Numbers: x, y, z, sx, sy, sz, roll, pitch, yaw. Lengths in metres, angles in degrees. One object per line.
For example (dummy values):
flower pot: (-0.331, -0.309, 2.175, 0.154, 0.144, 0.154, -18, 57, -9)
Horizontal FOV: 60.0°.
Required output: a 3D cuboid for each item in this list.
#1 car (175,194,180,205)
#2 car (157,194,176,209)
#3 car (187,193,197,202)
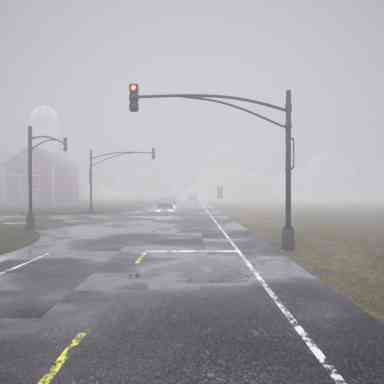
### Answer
car: (-3.536, 1.513, 56.062, 1.994, 1.385, 4.181, 0, 0, 0)
car: (-3.562, 1.443, 45.147, 1.882, 1.535, 5.008, 0, 0, 0)
car: (0.066, 1.134, 74.756, 2.150, 2.045, 5.566, 0, 0, 0)
